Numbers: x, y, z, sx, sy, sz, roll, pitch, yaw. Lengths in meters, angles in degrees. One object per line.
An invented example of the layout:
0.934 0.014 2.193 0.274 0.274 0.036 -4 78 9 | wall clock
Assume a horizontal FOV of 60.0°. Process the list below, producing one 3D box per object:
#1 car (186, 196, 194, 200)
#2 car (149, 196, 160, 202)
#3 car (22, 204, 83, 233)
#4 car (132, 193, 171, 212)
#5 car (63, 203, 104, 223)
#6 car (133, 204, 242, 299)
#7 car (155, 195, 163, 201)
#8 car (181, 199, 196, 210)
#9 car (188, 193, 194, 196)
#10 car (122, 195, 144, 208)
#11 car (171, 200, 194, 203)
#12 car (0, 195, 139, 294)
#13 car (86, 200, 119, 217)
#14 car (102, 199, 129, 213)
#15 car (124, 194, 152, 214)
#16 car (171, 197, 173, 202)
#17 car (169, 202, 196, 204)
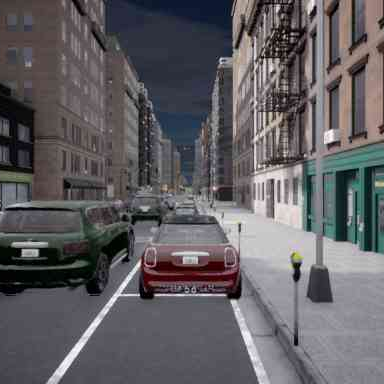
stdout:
-0.383 1.519 37.181 1.752 1.417 4.829 0 0 0 | car
-8.408 1.521 74.308 2.008 1.369 4.403 0 0 0 | car
-8.408 1.525 20.611 1.752 1.417 4.829 0 0 0 | car
-2.946 1.223 23.572 2.150 2.045 5.566 0 0 0 | car
-8.408 1.581 26.194 1.802 1.307 4.206 0 0 0 | car
-0.033 1.352 8.620 2.097 1.767 4.553 0 0 0 | car
-8.408 1.486 85.047 1.752 1.417 4.829 0 0 0 | car
-0.383 1.572 42.423 1.802 1.307 4.206 0 0 0 | car
-0.382 1.395 90.663 1.967 1.590 4.097 0 0 0 | car
-8.408 1.302 47.845 2.192 1.841 5.009 0 0 0 | car
-0.383 1.565 26.185 1.947 1.339 4.313 0 0 0 | car
-3.021 1.222 8.895 2.150 2.045 5.566 0 0 0 | car
-8.408 1.548 31.607 2.008 1.369 4.403 0 0 0 | car
-8.408 1.545 37.020 2.008 1.369 4.403 0 0 0 | car
-5.856 1.214 36.941 2.150 2.045 5.566 0 0 0 | car
-2.942 1.593 39.365 1.895 1.301 4.718 0 0 0 | car
-0.383 1.566 20.772 1.947 1.339 4.313 0 0 0 | car
